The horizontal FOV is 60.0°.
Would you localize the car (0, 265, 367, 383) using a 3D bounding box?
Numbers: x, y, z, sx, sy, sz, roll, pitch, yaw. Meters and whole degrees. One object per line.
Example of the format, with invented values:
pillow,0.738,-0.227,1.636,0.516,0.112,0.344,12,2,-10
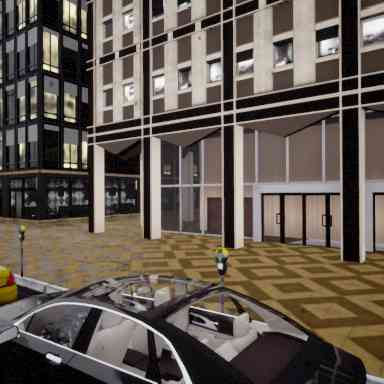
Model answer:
car,-0.650,1.551,3.346,4.403,1.369,2.008,0,0,36
